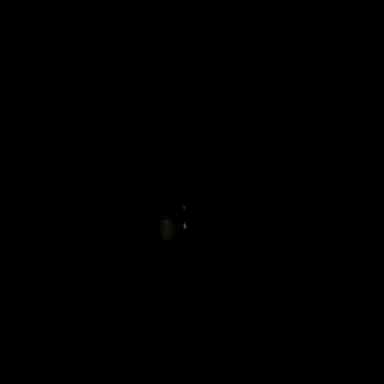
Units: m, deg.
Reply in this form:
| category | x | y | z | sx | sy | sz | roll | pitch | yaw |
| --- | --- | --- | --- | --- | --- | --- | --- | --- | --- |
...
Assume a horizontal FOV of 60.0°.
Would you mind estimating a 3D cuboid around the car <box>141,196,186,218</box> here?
| category | x | y | z | sx | sy | sz | roll | pitch | yaw |
| --- | --- | --- | --- | --- | --- | --- | --- | --- | --- |
| car | -2.398 | 1.175 | 27.623 | 2.097 | 1.767 | 4.553 | 1 | 0 | -35 |
